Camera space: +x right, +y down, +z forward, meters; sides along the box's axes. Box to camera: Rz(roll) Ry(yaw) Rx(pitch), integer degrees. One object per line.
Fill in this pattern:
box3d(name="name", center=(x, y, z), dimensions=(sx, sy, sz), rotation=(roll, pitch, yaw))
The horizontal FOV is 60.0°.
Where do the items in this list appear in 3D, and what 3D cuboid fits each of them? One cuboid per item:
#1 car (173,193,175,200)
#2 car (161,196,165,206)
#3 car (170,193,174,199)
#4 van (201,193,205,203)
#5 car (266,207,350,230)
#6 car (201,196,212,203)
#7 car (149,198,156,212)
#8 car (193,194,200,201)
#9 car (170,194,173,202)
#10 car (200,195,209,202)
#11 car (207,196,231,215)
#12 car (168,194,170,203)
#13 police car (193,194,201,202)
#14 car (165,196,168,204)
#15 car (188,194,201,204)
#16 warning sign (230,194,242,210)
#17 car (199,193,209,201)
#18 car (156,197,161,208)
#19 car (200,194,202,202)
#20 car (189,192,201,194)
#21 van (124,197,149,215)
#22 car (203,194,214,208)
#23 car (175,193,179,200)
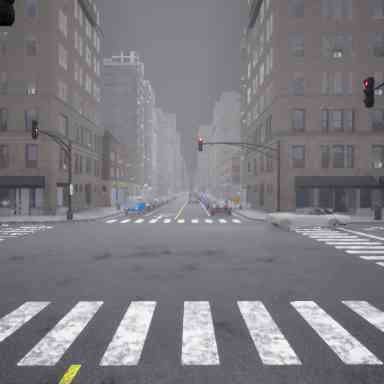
box3d(name="car", center=(-5.515, 1.516, 78.556), dimensions=(1.752, 1.417, 4.829), rotation=(0, 0, 0))
box3d(name="car", center=(-5.639, 1.581, 50.385), dimensions=(1.802, 1.307, 4.206), rotation=(0, 0, 0))
box3d(name="car", center=(-5.539, 1.538, 73.057), dimensions=(1.887, 1.381, 4.507), rotation=(0, 0, 0))
box3d(name="van", center=(2.911, 1.340, 56.021), dimensions=(1.690, 1.788, 3.998), rotation=(0, 0, 0))
box3d(name="car", center=(7.067, 1.603, 20.638), dimensions=(4.718, 1.301, 1.895), rotation=(0, 0, 0))
box3d(name="car", center=(2.962, 1.546, 67.359), dimensions=(2.008, 1.369, 4.403), rotation=(0, 0, 0))
box3d(name="car", center=(-5.690, 1.440, 39.048), dimensions=(1.967, 1.590, 4.097), rotation=(0, 0, 0))
box3d(name="car", center=(1.179, 1.441, 89.537), dimensions=(1.801, 1.575, 5.366), rotation=(0, 0, 0))
box3d(name="car", center=(-5.564, 1.562, 67.389), dimensions=(1.947, 1.339, 4.313), rotation=(0, 0, 0))
box3d(name="car", center=(3.012, 1.431, 78.698), dimensions=(1.967, 1.590, 4.097), rotation=(0, 0, 0))
box3d(name="car", center=(2.811, 1.440, 33.344), dimensions=(1.967, 1.590, 4.097), rotation=(0, 0, 0))
box3d(name="car", center=(-5.590, 1.523, 61.551), dimensions=(1.752, 1.417, 4.829), rotation=(0, 0, 0))
box3d(name="police car", center=(1.144, 1.416, 79.442), dimensions=(1.930, 1.638, 5.238), rotation=(0, 0, -1))
box3d(name="car", center=(-5.615, 1.564, 56.053), dimensions=(1.947, 1.339, 4.313), rotation=(0, 0, 0))
box3d(name="car", center=(0.275, 1.561, 62.915), dimensions=(1.994, 1.385, 4.181), rotation=(0, 0, 0))
box3d(name="warning sign", center=(5.239, 1.115, 39.328), dimensions=(1.300, 1.860, 1.060), rotation=(0, 0, 0))
box3d(name="car", center=(3.036, 1.303, 84.367), dimensions=(2.192, 1.841, 5.009), rotation=(0, 0, 0))
box3d(name="car", center=(-5.664, 1.566, 44.716), dimensions=(1.947, 1.339, 4.313), rotation=(0, 0, 0))
box3d(name="car", center=(2.937, 1.523, 61.860), dimensions=(1.752, 1.417, 4.829), rotation=(0, 0, 0))
box3d(name="car", center=(0.319, 1.034, 72.949), dimensions=(2.150, 2.045, 5.566), rotation=(0, 0, 0))
box3d(name="van", center=(-5.715, 1.341, 33.380), dimensions=(1.690, 1.788, 3.998), rotation=(0, 0, 0))
box3d(name="car", center=(2.861, 1.440, 44.682), dimensions=(1.967, 1.590, 4.097), rotation=(0, 0, 0))
box3d(name="car", center=(-5.464, 1.300, 90.062), dimensions=(2.192, 1.841, 5.009), rotation=(0, 0, 0))
